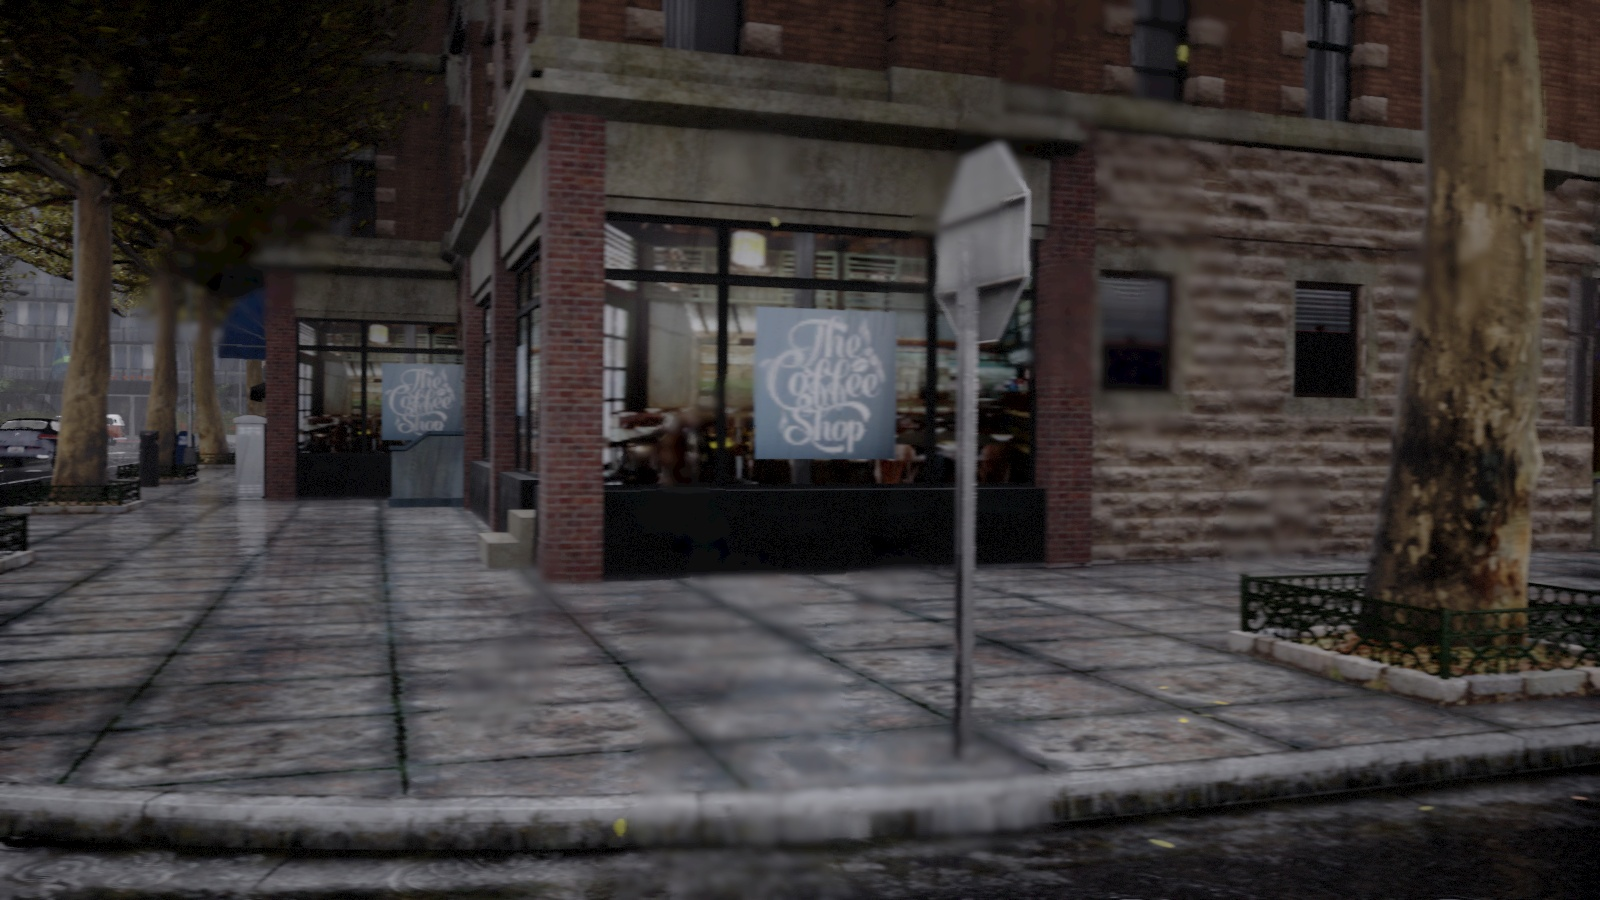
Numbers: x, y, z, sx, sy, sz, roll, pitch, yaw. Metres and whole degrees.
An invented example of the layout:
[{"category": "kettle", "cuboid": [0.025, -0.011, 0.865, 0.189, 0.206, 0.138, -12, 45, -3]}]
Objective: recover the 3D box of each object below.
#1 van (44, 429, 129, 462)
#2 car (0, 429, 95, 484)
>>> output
[{"category": "van", "cuboid": [-46.343, -0.325, 81.642, 4.480, 2.038, 2.069, -1, 1, -19]}, {"category": "car", "cuboid": [-24.765, 0.169, 40.981, 2.152, 1.651, 5.027, -1, 1, -19]}]
